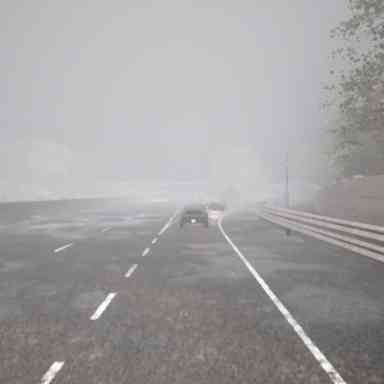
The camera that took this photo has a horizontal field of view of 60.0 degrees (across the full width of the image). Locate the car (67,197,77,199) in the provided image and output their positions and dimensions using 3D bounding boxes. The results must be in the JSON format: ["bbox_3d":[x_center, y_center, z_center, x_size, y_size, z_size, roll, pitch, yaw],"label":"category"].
[{"bbox_3d":[-27.997,1.757,77.457,1.895,1.301,4.718,0,0,0],"label":"car"}]

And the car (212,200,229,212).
[{"bbox_3d":[3.361,1.758,41.552,1.812,1.442,4.674,1,-2,16],"label":"car"}]

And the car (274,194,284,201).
[{"bbox_3d":[22.694,2.045,87.398,2.033,1.411,5.357,0,3,20],"label":"car"}]

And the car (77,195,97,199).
[{"bbox_3d":[-24.497,1.640,77.487,1.882,1.535,5.008,0,0,0],"label":"car"}]

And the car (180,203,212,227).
[{"bbox_3d":[0.256,1.551,23.181,1.837,1.490,4.892,-1,0,4],"label":"car"}]
